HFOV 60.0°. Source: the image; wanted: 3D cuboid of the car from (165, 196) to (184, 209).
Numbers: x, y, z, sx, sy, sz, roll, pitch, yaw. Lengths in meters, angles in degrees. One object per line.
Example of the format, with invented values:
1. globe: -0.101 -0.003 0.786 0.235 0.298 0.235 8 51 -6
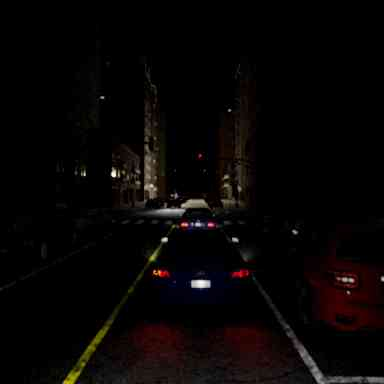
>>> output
1. car: -2.463 1.602 45.983 1.895 1.301 4.718 0 0 1

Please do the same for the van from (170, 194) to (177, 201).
1. van: -4.677 1.353 84.743 1.690 1.788 3.998 1 0 1

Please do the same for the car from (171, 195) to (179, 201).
1. car: -4.600 1.596 90.415 1.802 1.307 4.206 1 0 1

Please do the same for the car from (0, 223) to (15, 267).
1. car: -5.767 1.525 6.602 1.752 1.417 4.829 1 0 1

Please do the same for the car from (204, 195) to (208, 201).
1. car: 3.450 1.585 56.255 1.802 1.307 4.206 1 0 1

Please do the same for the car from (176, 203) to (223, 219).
1. car: 0.291 1.548 17.836 2.033 1.411 5.357 0 0 0

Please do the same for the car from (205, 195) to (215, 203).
1. car: 3.371 1.584 50.582 1.802 1.307 4.206 1 0 1

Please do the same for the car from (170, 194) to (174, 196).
1. car: -4.916 1.587 67.727 1.802 1.307 4.206 1 0 1

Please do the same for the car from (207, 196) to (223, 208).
1. car: 3.293 1.583 44.909 1.802 1.307 4.206 1 0 1

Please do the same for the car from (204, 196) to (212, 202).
1. car: 3.766 1.592 78.946 1.802 1.307 4.206 1 0 1

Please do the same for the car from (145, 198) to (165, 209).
1. car: -5.232 1.546 45.037 1.887 1.381 4.507 1 0 1

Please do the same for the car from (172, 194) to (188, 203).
1. car: -2.202 1.605 62.089 1.895 1.301 4.718 0 0 1

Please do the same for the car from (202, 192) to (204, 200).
1. car: 3.611 1.320 67.601 2.192 1.841 5.009 1 0 1

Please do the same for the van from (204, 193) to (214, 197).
1. van: 3.532 1.345 61.928 1.690 1.788 3.998 1 0 1

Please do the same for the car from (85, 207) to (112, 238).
1. car: -5.611 1.525 17.850 1.752 1.417 4.829 1 0 1

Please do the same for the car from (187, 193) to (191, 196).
1. car: -1.927 1.350 77.615 2.097 1.767 4.553 0 0 1

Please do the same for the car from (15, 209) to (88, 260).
1. car: -5.687 1.545 12.396 1.887 1.381 4.507 1 0 1

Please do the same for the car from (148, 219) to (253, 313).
1. car: 0.185 1.564 7.773 1.994 1.385 4.181 0 0 1

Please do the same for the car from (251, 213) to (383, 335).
1. car: 2.762 1.315 6.644 2.192 1.841 5.009 1 0 1

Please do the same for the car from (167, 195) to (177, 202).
1. car: -4.757 1.450 79.071 1.967 1.590 4.097 1 0 1

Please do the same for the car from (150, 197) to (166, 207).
1. car: -5.153 1.546 50.710 1.887 1.381 4.507 1 0 1
